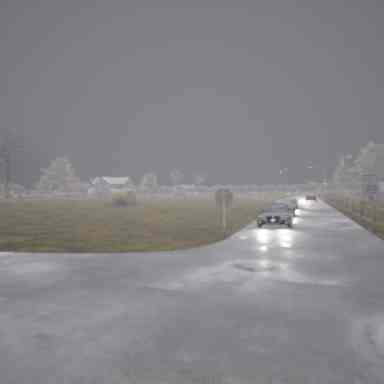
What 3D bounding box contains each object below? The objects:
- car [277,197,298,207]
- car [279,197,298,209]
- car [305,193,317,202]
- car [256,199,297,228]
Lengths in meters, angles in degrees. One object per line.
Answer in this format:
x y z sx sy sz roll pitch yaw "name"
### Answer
8.159 1.234 29.470 1.882 1.535 5.008 -2 0 19 "car"
11.539 1.267 39.474 1.895 1.301 4.718 -2 0 19 "car"
20.809 0.896 58.197 1.882 1.535 5.008 -2 0 19 "car"
5.277 1.404 20.871 1.994 1.385 4.181 -2 0 20 "car"
